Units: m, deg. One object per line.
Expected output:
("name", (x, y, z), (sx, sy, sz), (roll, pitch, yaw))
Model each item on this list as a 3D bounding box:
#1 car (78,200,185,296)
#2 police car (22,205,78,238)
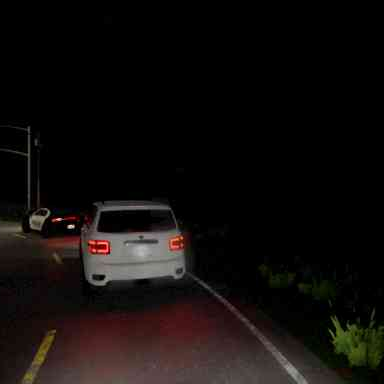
("car", (-1.859, 1.221, 9.022), (2.150, 2.045, 5.566), (0, 0, -19))
("police car", (-7.490, 1.504, 17.841), (2.038, 1.542, 4.974), (0, 0, -43))
